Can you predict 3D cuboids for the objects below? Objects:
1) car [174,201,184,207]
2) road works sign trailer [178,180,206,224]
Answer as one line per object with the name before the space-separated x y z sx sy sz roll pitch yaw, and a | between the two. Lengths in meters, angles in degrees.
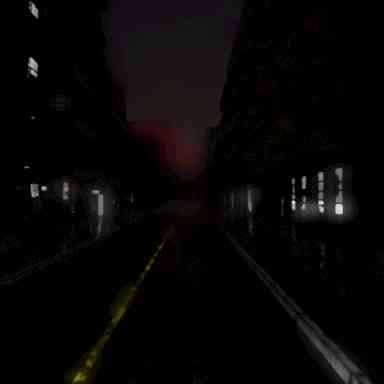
car | -2.734 2.582 71.003 1.895 1.301 4.718 0 -1 0
road works sign trailer | 0.007 0.778 27.734 2.380 3.560 2.880 0 -1 0
